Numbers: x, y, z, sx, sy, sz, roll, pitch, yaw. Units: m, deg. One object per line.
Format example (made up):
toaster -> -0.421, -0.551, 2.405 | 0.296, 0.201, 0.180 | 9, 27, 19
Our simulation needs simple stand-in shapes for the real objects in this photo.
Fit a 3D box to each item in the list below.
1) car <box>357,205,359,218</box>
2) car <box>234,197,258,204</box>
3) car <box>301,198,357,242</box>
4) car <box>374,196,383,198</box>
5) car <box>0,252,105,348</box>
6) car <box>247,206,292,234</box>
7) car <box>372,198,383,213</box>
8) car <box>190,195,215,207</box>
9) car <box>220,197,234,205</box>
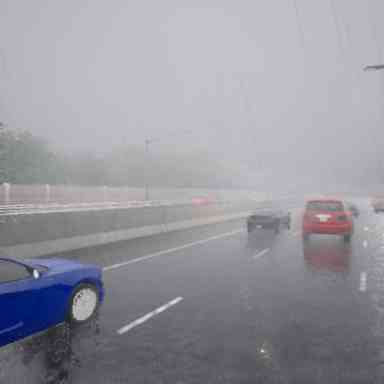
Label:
car -> 15.258, 1.713, 32.655 | 1.994, 1.385, 4.181 | -1, 0, 28
car -> 8.580, 1.602, 50.395 | 2.097, 1.767, 4.553 | -1, 0, 28
car -> 7.170, 1.338, 17.357 | 2.150, 2.045, 5.566 | -1, 0, 28
car -> 30.216, 1.456, 53.696 | 2.097, 1.767, 4.553 | -1, 0, 28
car -> -3.432, 1.538, 4.780 | 1.882, 1.535, 5.008 | -1, -1, 28
car -> 4.813, 1.655, 20.382 | 1.837, 1.490, 4.892 | -1, 0, 28
car -> 21.917, 1.680, 37.922 | 1.994, 1.385, 4.181 | -1, 0, 28
car -> 1.713, 1.529, 52.389 | 2.150, 2.045, 5.566 | -1, 0, 28
car -> 6.246, 1.627, 53.461 | 2.097, 1.767, 4.553 | -1, 0, 28
